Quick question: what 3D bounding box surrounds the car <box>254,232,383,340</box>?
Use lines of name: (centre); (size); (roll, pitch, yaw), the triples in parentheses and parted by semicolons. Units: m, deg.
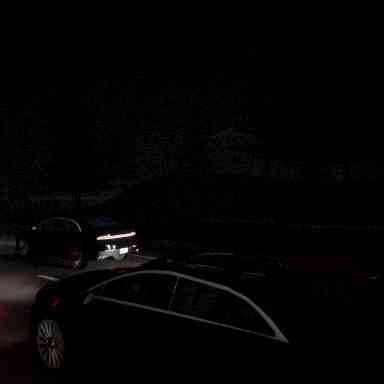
car: (3.638, 1.601, 5.696); (4.718, 1.301, 1.895); (0, 0, 36)

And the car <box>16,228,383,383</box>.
car: (-0.039, 1.490, 4.016); (4.902, 1.511, 2.128); (0, 0, 35)

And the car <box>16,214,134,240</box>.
car: (-3.941, 1.478, 11.016); (4.902, 1.511, 2.128); (0, 0, 36)
